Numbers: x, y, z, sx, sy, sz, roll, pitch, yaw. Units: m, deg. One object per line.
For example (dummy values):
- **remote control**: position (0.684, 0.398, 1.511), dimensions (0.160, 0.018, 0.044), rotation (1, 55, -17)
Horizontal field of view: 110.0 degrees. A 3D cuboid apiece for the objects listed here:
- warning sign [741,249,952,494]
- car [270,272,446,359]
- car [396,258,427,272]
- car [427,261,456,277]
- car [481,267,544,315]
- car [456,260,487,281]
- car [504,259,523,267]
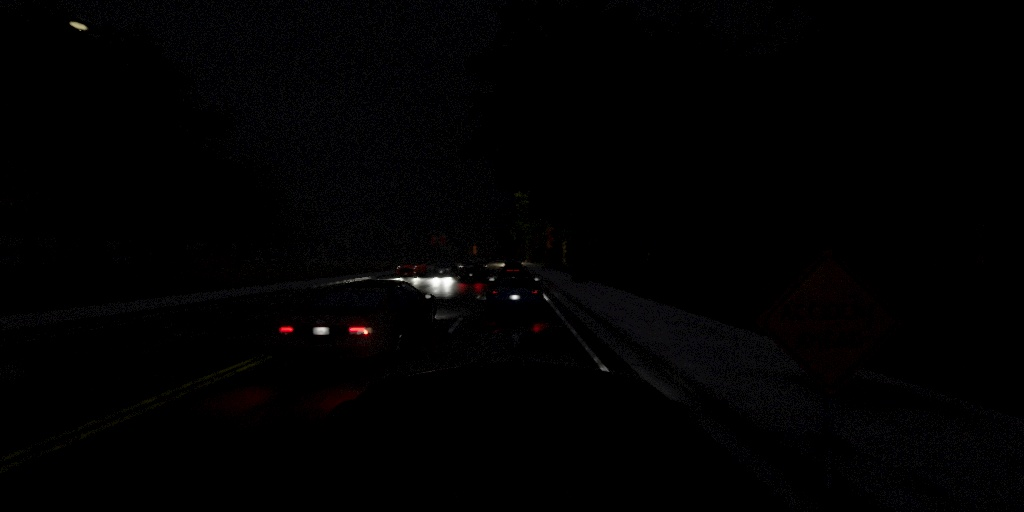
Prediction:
- **warning sign**: position (2.851, 0.863, 3.222), dimensions (1.300, 1.860, 1.060), rotation (0, 0, 0)
- **car**: position (-3.166, 1.289, 8.471), dimensions (2.033, 1.411, 5.357), rotation (0, 0, 0)
- **car**: position (-9.840, 1.098, 35.479), dimensions (2.097, 1.767, 4.553), rotation (0, 0, 0)
- **car**: position (-6.590, 1.239, 35.772), dimensions (2.128, 1.511, 4.902), rotation (0, 0, 0)
- **car**: position (0.095, 1.300, 13.595), dimensions (1.994, 1.385, 4.181), rotation (0, 0, 0)
- **car**: position (-3.161, 1.265, 29.792), dimensions (1.812, 1.442, 4.674), rotation (0, 0, 0)
- **car**: position (0.098, 1.243, 28.945), dimensions (1.837, 1.490, 4.892), rotation (0, 0, 0)
